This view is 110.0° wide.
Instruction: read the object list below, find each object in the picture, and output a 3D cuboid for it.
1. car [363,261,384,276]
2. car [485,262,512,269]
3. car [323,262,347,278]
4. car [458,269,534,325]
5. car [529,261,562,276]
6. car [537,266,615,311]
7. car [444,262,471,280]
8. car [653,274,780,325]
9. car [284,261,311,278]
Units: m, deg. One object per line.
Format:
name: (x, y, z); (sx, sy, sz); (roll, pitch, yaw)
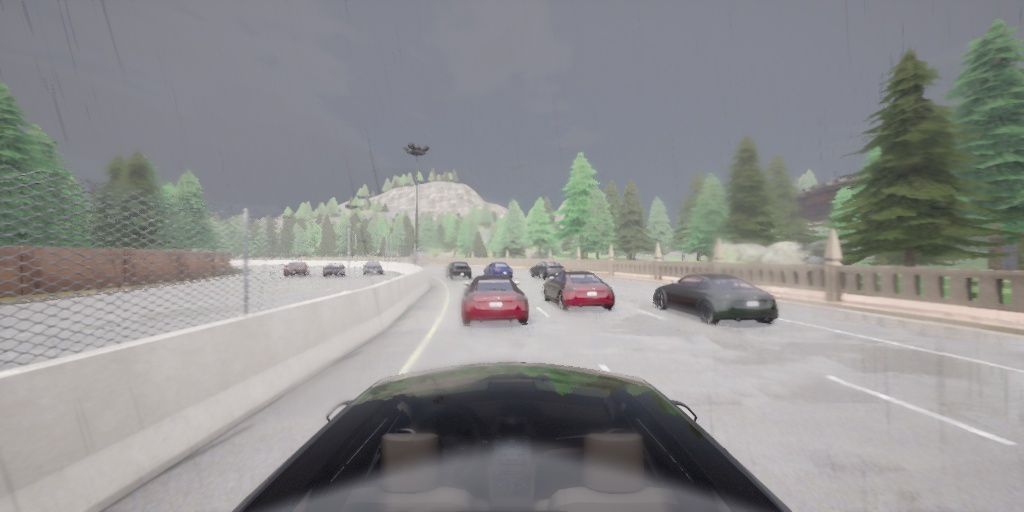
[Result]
car: (-14.500, 1.296, 37.455); (1.812, 1.442, 4.674); (0, 0, -23)
car: (-1.237, 1.248, 31.982); (1.812, 1.442, 4.674); (0, 0, -16)
car: (-17.308, 1.331, 35.187); (2.033, 1.411, 5.357); (0, 0, -22)
car: (-0.634, 1.306, 11.850); (1.994, 1.385, 4.181); (0, 0, -6)
car: (2.912, 1.199, 30.273); (2.128, 1.511, 4.902); (0, 0, -15)
car: (2.542, 1.290, 14.521); (1.994, 1.385, 4.181); (0, 0, -7)
car: (-4.765, 1.242, 31.629); (1.837, 1.490, 4.892); (0, 0, -17)
car: (6.395, 1.277, 11.770); (1.994, 1.385, 4.181); (0, 0, -5)
car: (-21.460, 1.278, 35.932); (1.882, 1.535, 5.008); (0, 0, -24)
